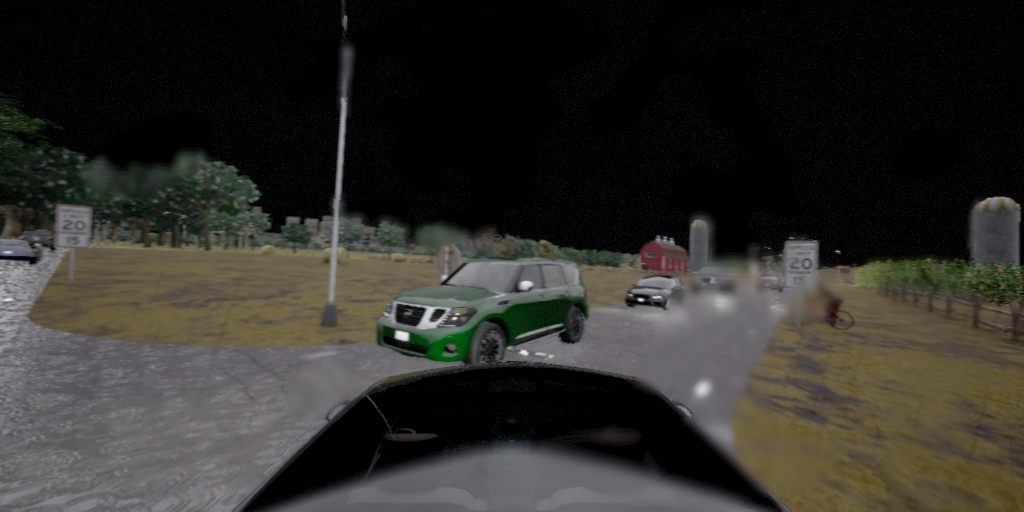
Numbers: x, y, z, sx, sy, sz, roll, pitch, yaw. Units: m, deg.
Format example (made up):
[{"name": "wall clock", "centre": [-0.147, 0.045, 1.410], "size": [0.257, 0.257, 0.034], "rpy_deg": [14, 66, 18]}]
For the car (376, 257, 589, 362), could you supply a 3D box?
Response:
[{"name": "car", "centre": [-0.170, 1.033, 8.076], "size": [2.150, 2.045, 5.566], "rpy_deg": [2, -1, 36]}]

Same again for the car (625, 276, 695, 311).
[{"name": "car", "centre": [7.093, 1.707, 17.295], "size": [1.837, 1.490, 4.892], "rpy_deg": [1, -1, 39]}]

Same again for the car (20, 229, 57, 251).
[{"name": "car", "centre": [-47.953, -1.629, 36.378], "size": [5.566, 2.045, 2.150], "rpy_deg": [3, 0, 40]}]

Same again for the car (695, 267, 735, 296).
[{"name": "car", "centre": [15.673, 1.882, 27.734], "size": [2.150, 2.045, 5.566], "rpy_deg": [1, -1, 40]}]

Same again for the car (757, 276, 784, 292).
[{"name": "car", "centre": [24.454, 2.597, 33.833], "size": [1.812, 1.442, 4.674], "rpy_deg": [1, -1, 40]}]

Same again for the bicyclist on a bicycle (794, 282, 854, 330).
[{"name": "bicyclist on a bicycle", "centre": [11.337, 1.796, 13.042], "size": [1.656, 1.620, 0.582], "rpy_deg": [4, 0, 39]}]

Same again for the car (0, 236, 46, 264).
[{"name": "car", "centre": [-29.545, -0.322, 21.225], "size": [4.181, 1.385, 1.994], "rpy_deg": [3, 0, 40]}]
